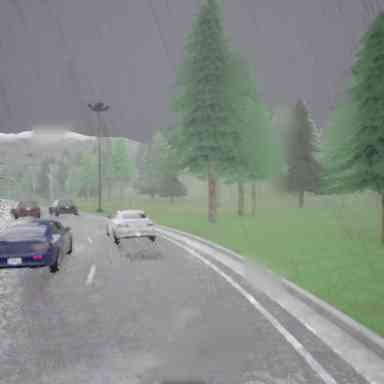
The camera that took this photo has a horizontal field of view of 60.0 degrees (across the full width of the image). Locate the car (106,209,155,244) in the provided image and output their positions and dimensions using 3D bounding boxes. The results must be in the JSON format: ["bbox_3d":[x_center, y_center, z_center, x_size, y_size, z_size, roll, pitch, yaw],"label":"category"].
[{"bbox_3d":[-3.057,1.558,16.193,1.812,1.442,4.674,-1,0,-20],"label":"car"}]

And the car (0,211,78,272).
[{"bbox_3d":[-4.982,1.589,10.636,1.812,1.442,4.674,-1,0,-13],"label":"car"}]

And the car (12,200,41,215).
[{"bbox_3d":[-15.368,1.548,30.758,2.097,1.767,4.553,-1,0,-32],"label":"car"}]

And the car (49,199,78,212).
[{"bbox_3d":[-13.176,1.515,33.892,2.097,1.767,4.553,-1,0,-32],"label":"car"}]
